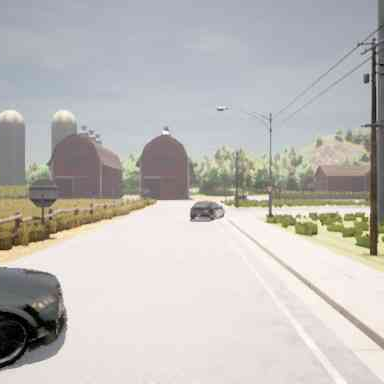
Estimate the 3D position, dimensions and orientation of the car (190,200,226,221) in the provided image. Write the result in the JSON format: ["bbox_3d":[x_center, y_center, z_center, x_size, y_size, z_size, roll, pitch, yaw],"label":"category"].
[{"bbox_3d":[1.338,1.458,27.224,1.837,1.490,4.892,-1,0,20],"label":"car"}]

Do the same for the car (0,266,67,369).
[{"bbox_3d":[-3.970,1.555,4.607,4.181,1.385,1.994,0,0,-22],"label":"car"}]

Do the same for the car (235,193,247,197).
[{"bbox_3d":[12.297,1.118,82.770,2.097,1.767,4.553,0,0,28],"label":"car"}]
